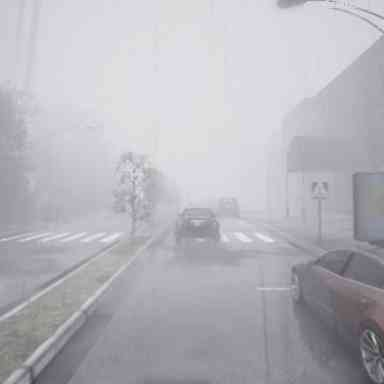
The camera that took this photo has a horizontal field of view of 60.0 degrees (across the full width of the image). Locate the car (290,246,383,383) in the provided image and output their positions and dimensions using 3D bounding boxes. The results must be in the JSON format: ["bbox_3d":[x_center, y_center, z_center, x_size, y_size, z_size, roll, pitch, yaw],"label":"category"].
[{"bbox_3d":[3.080,1.566,5.303,2.163,1.488,4.792,0,-1,0],"label":"car"}]

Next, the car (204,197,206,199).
[{"bbox_3d":[3.547,1.996,55.232,2.163,1.488,4.792,0,0,0],"label":"car"}]

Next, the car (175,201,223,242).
[{"bbox_3d":[0.278,1.518,17.422,2.097,1.767,4.553,0,-1,1],"label":"car"}]

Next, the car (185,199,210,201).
[{"bbox_3d":[0.486,1.813,35.534,2.128,1.511,4.902,0,0,1],"label":"car"}]

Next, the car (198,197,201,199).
[{"bbox_3d":[3.026,2.120,72.040,2.163,1.488,4.792,0,0,-2],"label":"car"}]

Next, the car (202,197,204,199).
[{"bbox_3d":[3.438,2.040,60.916,2.163,1.488,4.792,0,0,-1],"label":"car"}]

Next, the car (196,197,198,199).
[{"bbox_3d":[2.704,2.002,77.532,2.185,1.767,4.553,0,0,-3],"label":"car"}]

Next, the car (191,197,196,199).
[{"bbox_3d":[1.841,2.199,88.643,2.231,1.521,4.892,0,0,-5],"label":"car"}]

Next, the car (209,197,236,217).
[{"bbox_3d":[3.470,1.705,38.513,2.185,1.767,4.553,0,0,1],"label":"car"}]
